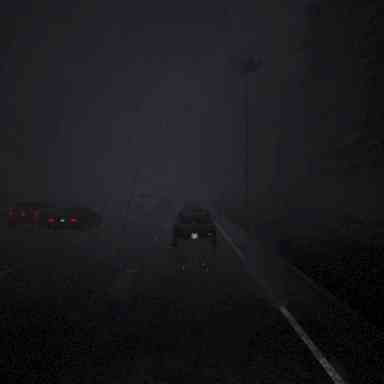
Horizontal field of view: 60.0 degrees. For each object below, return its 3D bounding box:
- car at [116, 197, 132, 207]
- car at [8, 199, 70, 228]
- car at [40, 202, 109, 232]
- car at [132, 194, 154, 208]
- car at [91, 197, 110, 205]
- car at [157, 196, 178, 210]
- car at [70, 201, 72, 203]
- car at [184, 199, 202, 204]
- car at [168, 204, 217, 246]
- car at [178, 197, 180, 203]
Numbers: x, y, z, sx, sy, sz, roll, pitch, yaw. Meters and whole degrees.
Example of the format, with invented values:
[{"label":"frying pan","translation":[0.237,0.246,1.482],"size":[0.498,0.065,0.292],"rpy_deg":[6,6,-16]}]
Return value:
[{"label":"car","translation":[-10.395,1.568,51.591],"size":[1.837,1.490,4.892],"rpy_deg":[0,0,0]},{"label":"car","translation":[-10.399,1.381,22.643],"size":[2.097,1.767,4.553],"rpy_deg":[0,0,0]},{"label":"car","translation":[-6.901,1.573,20.241],"size":[2.033,1.411,5.357],"rpy_deg":[0,0,0]},{"label":"car","translation":[-6.896,1.282,49.199],"size":[2.150,2.045,5.566],"rpy_deg":[0,0,0]},{"label":"car","translation":[-13.985,1.570,50.894],"size":[1.837,1.490,4.892],"rpy_deg":[0,0,0]},{"label":"car","translation":[-3.397,1.407,44.191],"size":[2.097,1.767,4.553],"rpy_deg":[0,0,0]},{"label":"car","translation":[-13.898,1.548,35.649],"size":[1.837,1.490,4.892],"rpy_deg":[0,-1,0]},{"label":"car","translation":[0.101,1.536,36.170],"size":[2.128,1.511,4.902],"rpy_deg":[0,0,0]},{"label":"car","translation":[0.101,1.511,15.314],"size":[2.128,1.511,4.902],"rpy_deg":[0,0,0]},{"label":"car","translation":[-3.495,1.562,69.037],"size":[1.882,1.535,5.008],"rpy_deg":[0,0,0]}]
